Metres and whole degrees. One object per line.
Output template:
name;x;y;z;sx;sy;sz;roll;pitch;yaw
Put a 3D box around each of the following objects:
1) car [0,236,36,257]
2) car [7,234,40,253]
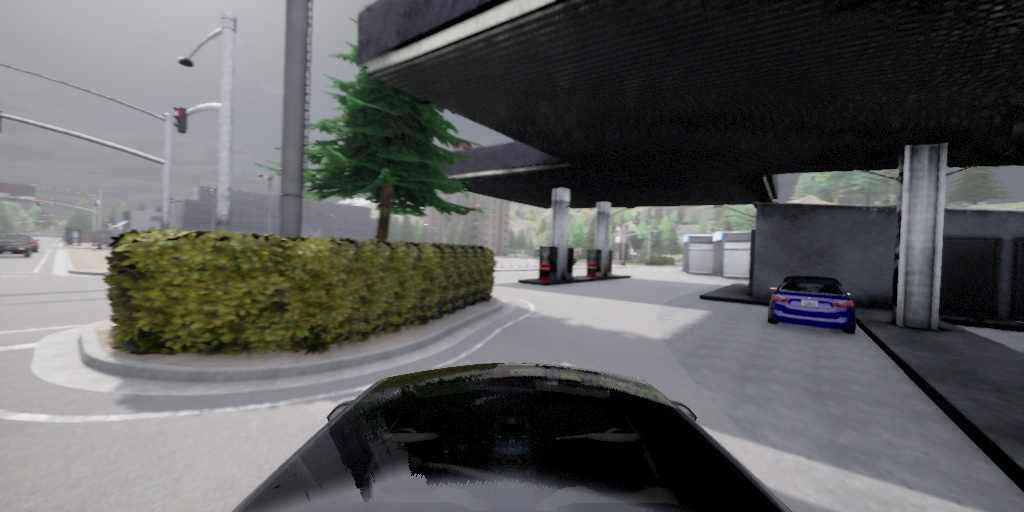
car;-37.938;-0.592;27.137;4.718;1.301;1.895;3;1;39
car;-45.614;-1.211;33.252;4.553;1.767;2.097;3;1;39
